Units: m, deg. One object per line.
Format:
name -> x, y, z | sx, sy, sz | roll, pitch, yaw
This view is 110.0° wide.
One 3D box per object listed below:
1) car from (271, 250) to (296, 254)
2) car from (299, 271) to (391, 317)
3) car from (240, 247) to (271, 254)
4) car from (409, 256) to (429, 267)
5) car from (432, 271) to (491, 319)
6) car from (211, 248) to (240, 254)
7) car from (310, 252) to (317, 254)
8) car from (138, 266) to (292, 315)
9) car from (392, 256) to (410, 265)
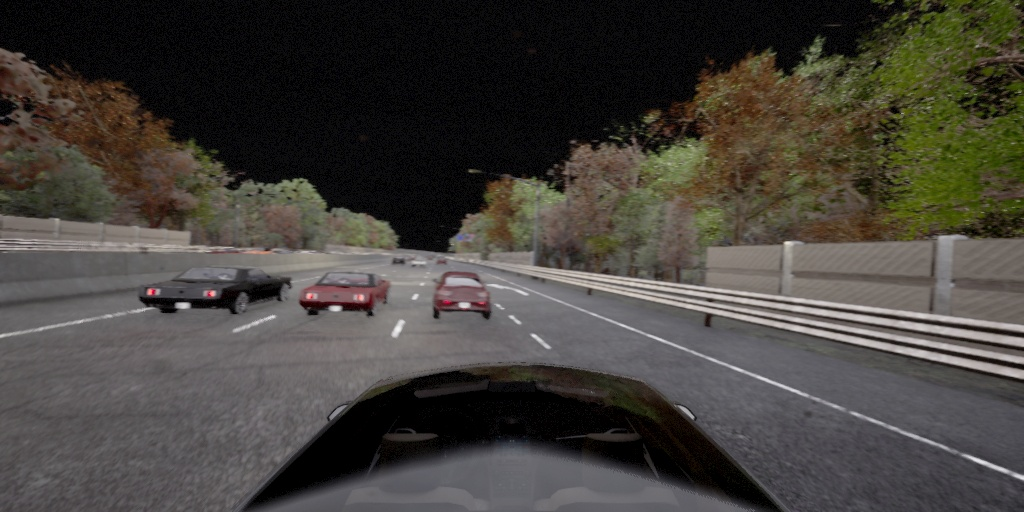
car -> -30.867, -0.001, 49.477 | 1.994, 1.385, 4.181 | 3, -1, -11
car -> -5.263, 1.144, 12.000 | 1.895, 1.301, 4.718 | 3, -1, -12
car -> -34.279, -0.411, 48.806 | 2.097, 1.767, 4.553 | 3, -1, -11
car -> -13.982, 1.029, 54.252 | 1.895, 1.301, 4.718 | 3, -1, -12
car -> -1.854, 1.268, 12.799 | 1.812, 1.442, 4.674 | 3, -1, -12
car -> -37.601, -0.360, 47.595 | 1.895, 1.301, 4.718 | 3, -1, -11
car -> -27.445, 0.198, 50.183 | 1.994, 1.385, 4.181 | 3, -1, -11
car -> -8.652, 0.946, 11.138 | 1.895, 1.301, 4.718 | 3, -1, -12
car -> -18.602, 0.692, 59.364 | 1.882, 1.535, 5.008 | 3, -1, -12
